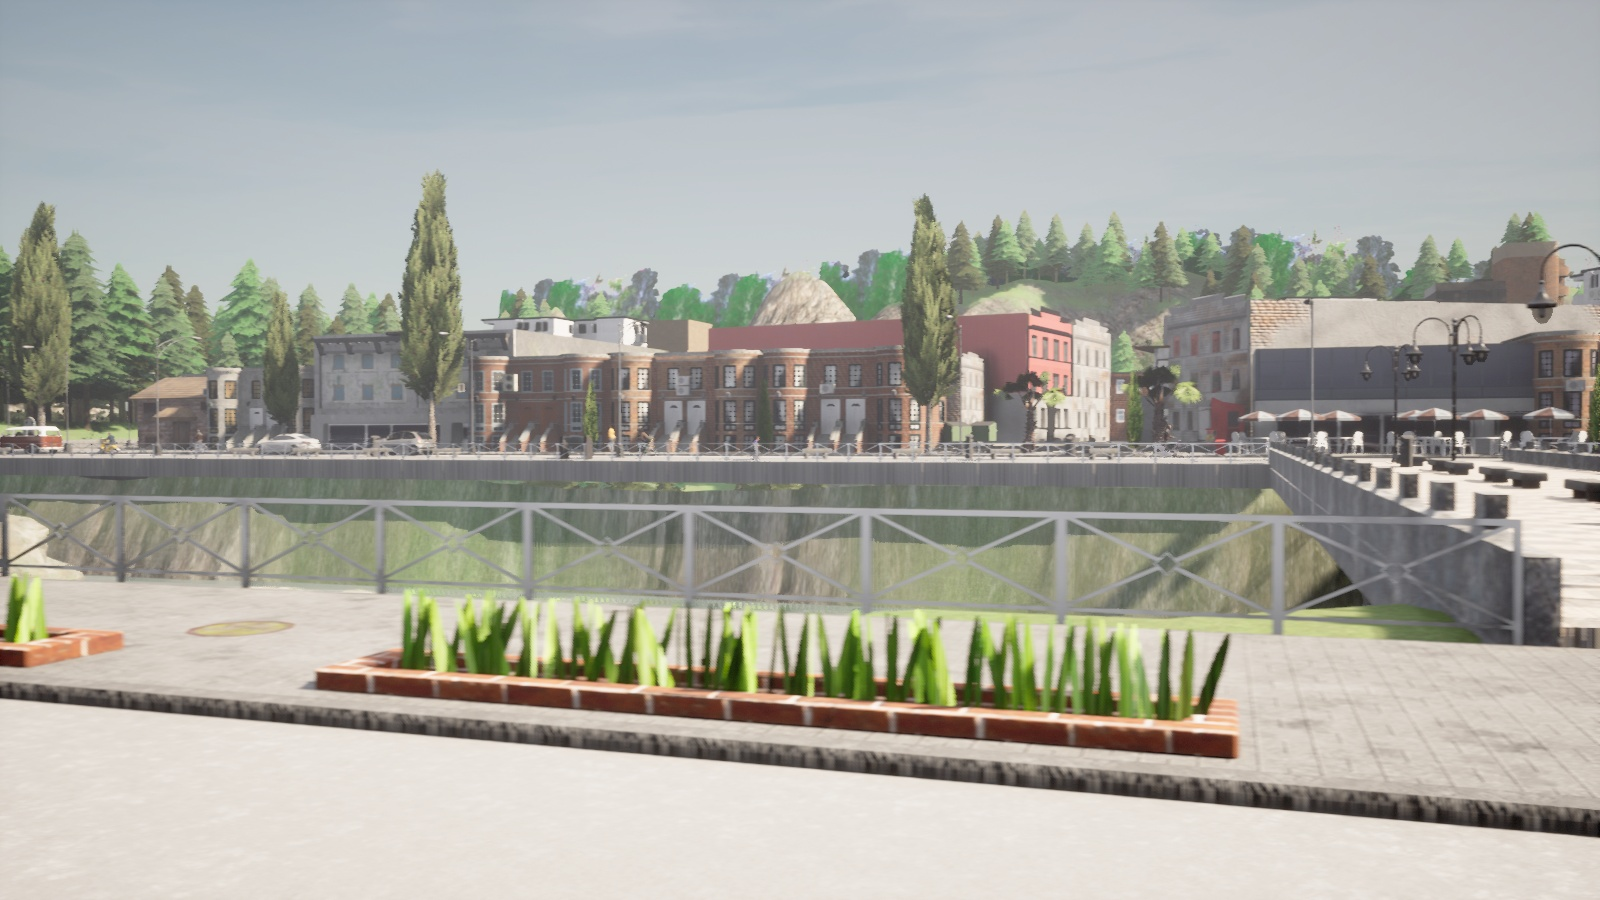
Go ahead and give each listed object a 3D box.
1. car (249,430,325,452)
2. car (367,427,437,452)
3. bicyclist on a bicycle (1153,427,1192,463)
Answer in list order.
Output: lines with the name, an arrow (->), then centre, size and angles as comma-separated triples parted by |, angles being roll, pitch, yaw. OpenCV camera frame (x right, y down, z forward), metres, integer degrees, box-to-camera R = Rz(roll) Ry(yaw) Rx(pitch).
car -> -34.562, -0.633, 84.619 | 4.674, 1.442, 1.812 | 1, 1, 19
car -> -25.885, -0.681, 81.701 | 3.988, 1.617, 1.851 | 1, 1, 19
bicyclist on a bicycle -> 18.570, -0.235, 62.541 | 1.843, 1.776, 0.659 | 0, 1, 19
